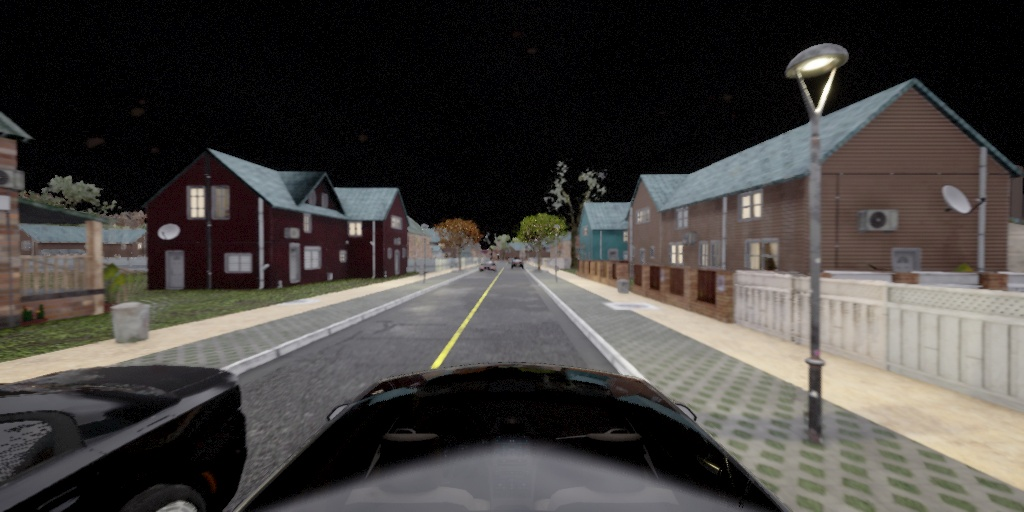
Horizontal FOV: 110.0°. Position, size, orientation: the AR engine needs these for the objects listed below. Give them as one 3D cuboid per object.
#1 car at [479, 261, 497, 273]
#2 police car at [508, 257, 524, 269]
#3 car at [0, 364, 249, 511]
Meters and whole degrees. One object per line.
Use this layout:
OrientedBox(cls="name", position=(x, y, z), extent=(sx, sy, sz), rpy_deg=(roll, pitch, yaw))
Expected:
OrientedBox(cls="car", position=(-2.838, 1.256, 42.900), extent=(1.994, 1.385, 4.181), rpy_deg=(0, 0, 0))
OrientedBox(cls="police car", position=(0.819, 1.123, 54.347), extent=(1.930, 1.638, 5.238), rpy_deg=(0, 0, 0))
OrientedBox(cls="car", position=(-2.850, 1.232, 0.491), extent=(1.882, 1.535, 5.008), rpy_deg=(0, 0, 0))
